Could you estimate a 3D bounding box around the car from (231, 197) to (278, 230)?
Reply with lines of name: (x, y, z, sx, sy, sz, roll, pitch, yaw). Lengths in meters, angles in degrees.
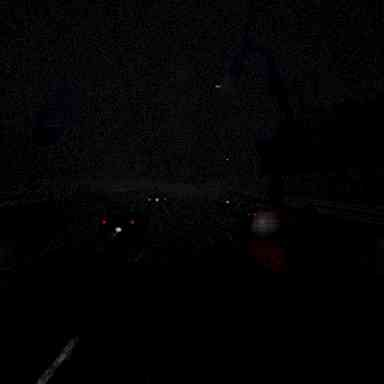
car: (3.599, 1.276, 19.248, 1.837, 1.490, 4.892, 0, 1, 0)

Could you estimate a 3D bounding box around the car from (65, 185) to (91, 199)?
car: (-17.563, -0.018, 52.823, 2.150, 2.045, 5.566, 0, 2, 1)

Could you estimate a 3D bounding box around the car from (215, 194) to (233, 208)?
car: (3.597, 0.928, 35.615, 1.994, 1.385, 4.181, 0, 2, 0)

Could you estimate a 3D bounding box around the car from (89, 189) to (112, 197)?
car: (-14.070, 0.385, 52.205, 1.895, 1.301, 4.718, 0, 2, 0)

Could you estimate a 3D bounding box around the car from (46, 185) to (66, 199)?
car: (-21.061, -0.013, 52.677, 2.150, 2.045, 5.566, 0, 2, 1)

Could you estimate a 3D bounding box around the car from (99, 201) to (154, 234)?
car: (-3.402, 1.402, 17.621, 1.895, 1.301, 4.718, 0, 1, 0)

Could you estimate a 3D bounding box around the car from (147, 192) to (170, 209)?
car: (-3.404, 0.744, 34.708, 2.097, 1.767, 4.553, 0, 2, 0)
